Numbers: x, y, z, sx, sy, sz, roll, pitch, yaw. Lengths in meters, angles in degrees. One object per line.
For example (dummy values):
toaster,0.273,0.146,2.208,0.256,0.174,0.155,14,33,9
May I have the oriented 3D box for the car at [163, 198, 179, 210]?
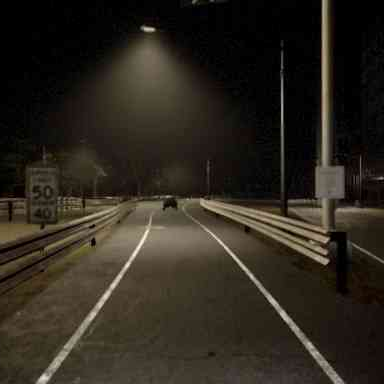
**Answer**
car,-2.765,1.550,43.485,1.837,1.490,4.892,0,0,-2
